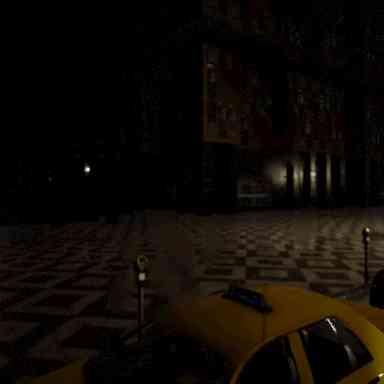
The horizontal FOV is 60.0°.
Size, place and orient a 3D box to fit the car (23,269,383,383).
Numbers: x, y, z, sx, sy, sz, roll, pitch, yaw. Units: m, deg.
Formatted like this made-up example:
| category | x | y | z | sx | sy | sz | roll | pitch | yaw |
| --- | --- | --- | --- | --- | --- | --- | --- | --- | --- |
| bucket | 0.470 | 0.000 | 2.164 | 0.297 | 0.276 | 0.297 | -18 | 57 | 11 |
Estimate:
| category | x | y | z | sx | sy | sz | roll | pitch | yaw |
| --- | --- | --- | --- | --- | --- | --- | --- | --- | --- |
| car | 0.253 | 1.523 | 2.704 | 4.829 | 1.417 | 1.752 | 0 | 0 | -36 |
